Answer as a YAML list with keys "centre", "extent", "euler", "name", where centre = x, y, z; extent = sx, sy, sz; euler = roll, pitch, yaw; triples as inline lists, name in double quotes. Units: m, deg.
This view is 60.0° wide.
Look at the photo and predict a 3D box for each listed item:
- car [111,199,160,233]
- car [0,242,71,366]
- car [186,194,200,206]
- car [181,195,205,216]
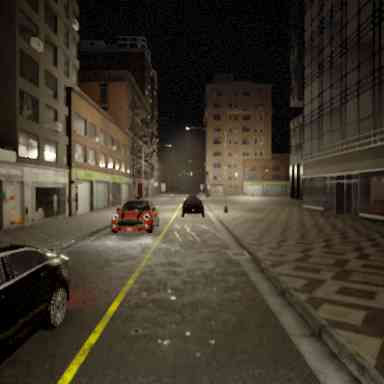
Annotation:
- centre: [-3.043, 1.237, 18.588]
  extent: [2.097, 1.767, 4.553]
  euler: [0, 0, 1]
  name: "car"
- centre: [-3.067, 1.467, 4.024]
  extent: [2.128, 1.511, 4.902]
  euler: [0, 0, 0]
  name: "car"
- centre: [0.097, 1.090, 44.851]
  extent: [1.812, 1.442, 4.674]
  euler: [0, 1, 0]
  name: "car"
- centre: [0.095, 1.264, 29.275]
  extent: [1.882, 1.535, 5.008]
  euler: [0, 1, 0]
  name: "car"
